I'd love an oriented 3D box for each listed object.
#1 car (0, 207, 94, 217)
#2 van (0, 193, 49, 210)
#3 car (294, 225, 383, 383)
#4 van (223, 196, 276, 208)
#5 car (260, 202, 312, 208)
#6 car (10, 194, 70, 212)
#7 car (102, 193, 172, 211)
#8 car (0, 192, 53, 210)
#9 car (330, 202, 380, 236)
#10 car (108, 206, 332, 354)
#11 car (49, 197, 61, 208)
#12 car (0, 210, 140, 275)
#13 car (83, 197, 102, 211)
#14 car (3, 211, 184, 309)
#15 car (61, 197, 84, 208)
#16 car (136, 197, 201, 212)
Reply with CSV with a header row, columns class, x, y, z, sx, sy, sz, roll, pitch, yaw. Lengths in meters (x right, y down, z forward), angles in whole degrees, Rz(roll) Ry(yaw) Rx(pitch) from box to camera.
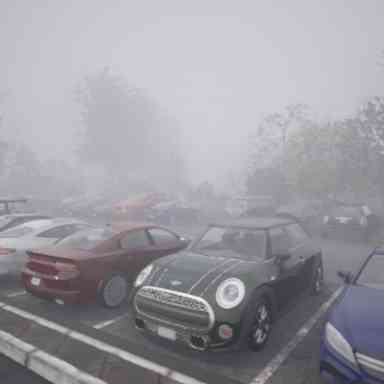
class,x,y,z,sx,sy,sz,roll,pitch,yaw
car,-5.991,1.473,11.279,2.002,1.452,4.674,0,0,35
van,-8.334,1.172,13.081,1.878,1.987,4.442,1,1,35
car,3.236,1.510,4.735,2.002,1.452,4.674,0,0,35
van,3.481,1.220,19.826,1.878,1.987,4.442,0,0,35
car,5.872,1.483,18.313,2.163,1.488,4.792,0,0,35
car,-14.990,1.054,33.075,2.097,1.535,5.008,1,1,35
car,-3.488,1.091,24.884,2.435,2.045,5.566,1,1,35
car,-17.204,0.873,34.614,2.185,1.767,4.553,1,1,35
car,8.036,1.336,16.700,2.185,1.767,4.553,0,0,35
car,0.948,1.336,6.393,2.185,1.767,4.553,0,0,35
car,-10.277,1.173,29.745,2.231,1.521,4.892,1,1,35
car,-3.682,1.486,9.635,2.002,1.452,4.674,0,0,35
car,-5.796,1.314,26.520,2.163,1.488,4.792,1,1,35
car,-1.378,1.454,7.998,2.097,1.535,5.008,0,0,35
car,-8.098,1.256,28.154,2.163,1.488,4.792,1,1,35
car,-1.167,1.396,23.265,2.097,1.535,5.008,2,1,35
